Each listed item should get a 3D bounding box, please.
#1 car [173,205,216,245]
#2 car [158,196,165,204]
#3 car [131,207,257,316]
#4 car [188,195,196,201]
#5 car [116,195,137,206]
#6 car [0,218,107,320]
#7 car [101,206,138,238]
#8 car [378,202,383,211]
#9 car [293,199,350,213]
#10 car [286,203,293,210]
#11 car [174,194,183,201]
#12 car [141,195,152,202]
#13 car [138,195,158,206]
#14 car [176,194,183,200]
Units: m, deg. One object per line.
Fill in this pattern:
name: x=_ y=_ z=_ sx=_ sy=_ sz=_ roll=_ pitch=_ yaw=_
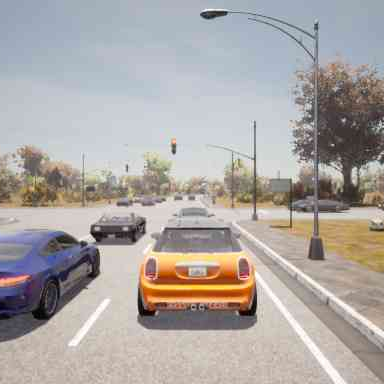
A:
car: x=0.085 y=1.505 z=16.636 sx=1.837 sy=1.490 sz=4.892 roll=0 pitch=0 yaw=0
car: x=-7.088 y=1.478 z=65.935 sx=1.882 sy=1.535 sz=5.008 roll=0 pitch=1 yaw=0
car: x=0.093 y=1.352 z=7.678 sx=2.097 sy=1.767 sz=4.553 roll=0 pitch=0 yaw=0
car: x=-0.070 y=1.492 z=84.649 sx=1.837 sy=1.490 sz=4.892 roll=0 pitch=0 yaw=0
car: x=-10.645 y=1.547 z=53.183 sx=2.033 sy=1.411 sz=5.357 roll=0 pitch=0 yaw=1
car: x=-3.406 y=1.526 z=7.211 sx=1.812 sy=1.442 sz=4.674 roll=0 pitch=0 yaw=0
car: x=-3.415 y=1.601 z=16.369 sx=1.895 sy=1.301 sz=4.718 roll=0 pitch=0 yaw=0
car: x=24.533 y=1.478 z=39.122 sx=4.902 sy=1.511 sz=2.128 roll=0 pitch=0 yaw=3
car: x=14.203 y=1.547 z=36.158 sx=5.357 sy=1.411 sz=2.033 roll=0 pitch=0 yaw=3
car: x=13.398 y=1.564 z=39.711 sx=4.181 sy=1.385 sz=1.994 roll=0 pitch=0 yaw=3
car: x=-3.570 y=1.492 z=84.647 sx=1.837 sy=1.490 sz=4.892 roll=0 pitch=0 yaw=0
car: x=-10.568 y=1.478 z=77.267 sx=1.882 sy=1.535 sz=5.008 roll=0 pitch=0 yaw=0
car: x=-7.127 y=1.505 z=54.379 sx=1.837 sy=1.490 sz=4.892 roll=0 pitch=0 yaw=1
car: x=-3.539 y=1.374 z=95.056 sx=1.812 sy=1.442 sz=4.674 roll=0 pitch=0 yaw=1
